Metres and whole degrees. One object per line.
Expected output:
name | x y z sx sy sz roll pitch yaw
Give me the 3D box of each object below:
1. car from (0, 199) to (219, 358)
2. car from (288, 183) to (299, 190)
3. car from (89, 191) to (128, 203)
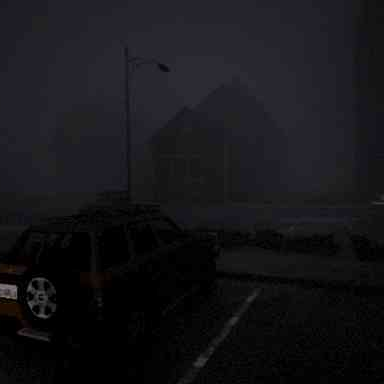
car | -1.073 1.179 5.892 1.932 1.855 4.605 0 1 22
car | 23.388 -1.095 78.060 3.866 1.878 1.905 1 -5 -21
car | -5.572 0.874 21.991 1.905 1.878 3.866 0 1 22
